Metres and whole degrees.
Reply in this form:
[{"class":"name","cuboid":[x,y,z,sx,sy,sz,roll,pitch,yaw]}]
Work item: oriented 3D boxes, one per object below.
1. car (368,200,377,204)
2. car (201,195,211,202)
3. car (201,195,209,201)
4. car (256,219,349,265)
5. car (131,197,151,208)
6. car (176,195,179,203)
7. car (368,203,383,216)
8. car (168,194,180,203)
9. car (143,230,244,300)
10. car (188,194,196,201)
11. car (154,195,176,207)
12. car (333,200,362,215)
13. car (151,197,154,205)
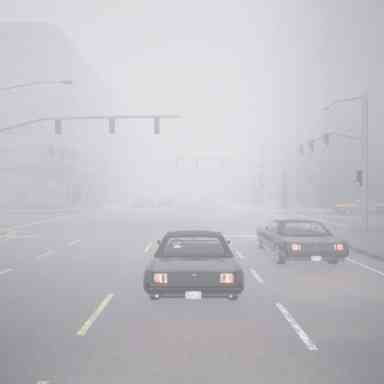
[{"class":"car","cuboid":[19.275,1.547,30.806,4.902,1.511,2.128,0,0,0]},{"class":"car","cuboid":[3.303,1.595,77.448,1.895,1.301,4.718,0,0,1]},{"class":"car","cuboid":[3.404,1.553,87.423,1.994,1.385,4.181,0,0,1]},{"class":"car","cuboid":[3.550,1.601,11.695,1.895,1.301,4.718,0,0,0]},{"class":"car","cuboid":[-7.513,1.505,47.902,1.837,1.490,4.892,0,0,0]},{"class":"car","cuboid":[-3.942,1.505,60.152,1.837,1.490,4.892,0,0,1]},{"class":"car","cuboid":[3.594,1.221,1.943,2.150,2.045,5.566,0,0,0]},{"class":"car","cuboid":[-3.773,1.355,70.122,2.097,1.767,4.553,0,0,1]},{"class":"car","cuboid":[0.044,1.601,8.310,1.895,1.301,4.718,0,0,0]},{"class":"car","cuboid":[-0.097,1.355,87.295,2.097,1.767,4.553,0,0,1]},{"class":"car","cuboid":[-4.030,1.547,50.308,2.033,1.411,5.357,0,0,0]},{"class":"car","cuboid":[17.213,1.533,34.309,5.008,1.535,1.882,0,0,0]},{"class":"car","cuboid":[-7.475,1.547,58.469,2.033,1.411,5.357,0,0,0]}]
